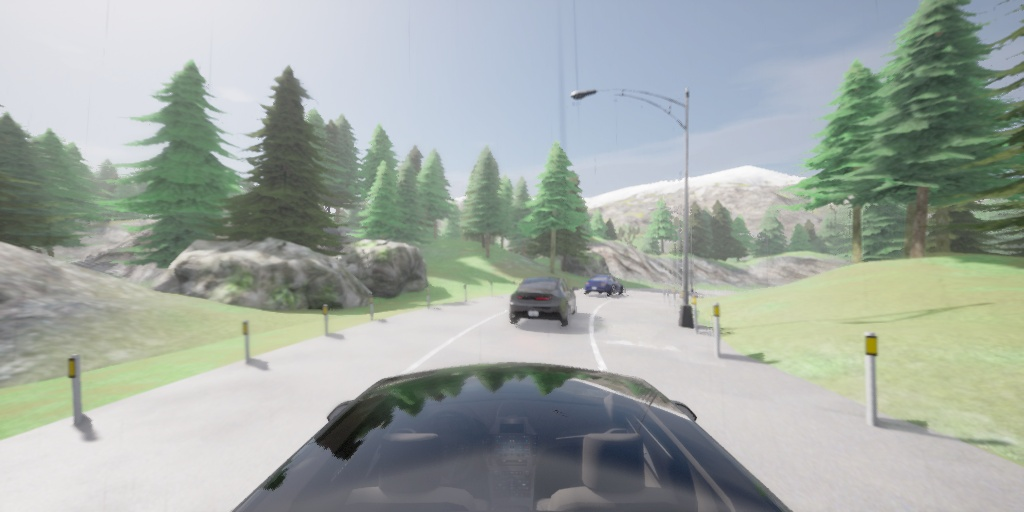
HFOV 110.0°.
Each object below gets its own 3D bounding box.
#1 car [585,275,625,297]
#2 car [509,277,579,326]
[{"bbox_3d":[6.707,2.116,25.954,1.812,1.442,4.674,0,-3,31],"label":"car"},{"bbox_3d":[1.224,1.484,12.763,1.837,1.490,4.892,0,-1,14],"label":"car"}]
